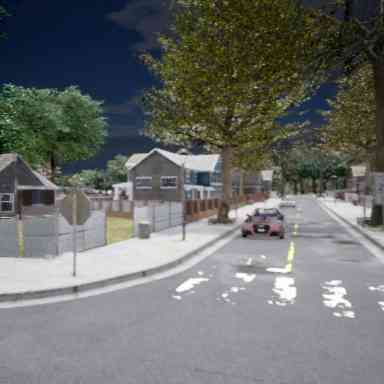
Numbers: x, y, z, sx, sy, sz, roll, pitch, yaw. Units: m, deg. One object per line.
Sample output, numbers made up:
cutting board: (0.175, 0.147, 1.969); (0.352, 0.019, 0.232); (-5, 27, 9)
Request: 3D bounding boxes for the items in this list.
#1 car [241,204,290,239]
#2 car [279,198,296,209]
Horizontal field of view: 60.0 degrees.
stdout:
car: (3.734, 1.513, 16.869); (1.994, 1.385, 4.181); (0, 0, 18)
car: (11.946, 1.379, 41.576); (1.895, 1.301, 4.718); (0, 0, 18)
